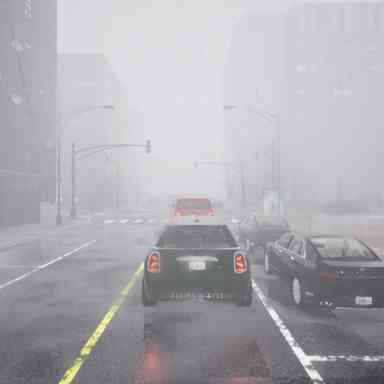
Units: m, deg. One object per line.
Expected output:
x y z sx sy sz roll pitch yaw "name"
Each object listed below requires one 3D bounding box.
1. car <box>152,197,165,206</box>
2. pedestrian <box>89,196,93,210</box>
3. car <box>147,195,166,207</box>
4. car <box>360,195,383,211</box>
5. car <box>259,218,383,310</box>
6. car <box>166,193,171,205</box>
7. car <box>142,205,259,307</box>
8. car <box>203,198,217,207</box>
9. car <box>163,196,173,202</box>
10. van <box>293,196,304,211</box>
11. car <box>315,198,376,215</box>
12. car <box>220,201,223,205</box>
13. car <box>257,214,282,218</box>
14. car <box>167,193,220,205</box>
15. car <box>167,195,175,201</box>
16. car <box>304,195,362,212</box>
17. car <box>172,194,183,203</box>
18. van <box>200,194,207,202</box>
-5.680 1.566 57.028 1.887 1.381 4.507 1 0 0 "car"
-12.529 1.348 41.381 0.375 1.860 0.375 0 0 0 "pedestrian"
-5.676 1.334 51.457 2.192 1.841 5.009 1 0 0 "car"
19.290 1.228 38.198 5.009 1.841 2.192 0 0 0 "car"
2.831 1.553 7.654 2.008 1.369 4.403 1 0 0 "car"
-3.112 1.240 52.102 2.150 2.045 5.566 0 0 0 "car"
0.100 1.354 8.152 2.097 1.767 4.553 0 0 0 "car"
2.700 1.585 51.417 1.947 1.339 4.313 1 0 0 "car"
-5.680 1.598 79.312 1.947 1.339 4.313 1 0 0 "car"
13.763 1.296 38.237 3.998 1.788 1.690 0 0 0 "van"
13.703 1.413 29.856 4.206 1.307 1.802 0 0 0 "car"
0.894 1.238 35.648 2.150 2.045 5.566 -1 0 -42 "car"
2.830 1.555 13.224 2.008 1.369 4.403 1 0 0 "car"
0.087 1.228 17.622 2.150 2.045 5.566 0 0 0 "car"
-5.681 1.603 90.454 1.947 1.339 4.313 1 0 0 "car"
14.997 1.412 35.645 4.892 1.490 1.837 -1 -1 0 "car"
-3.002 1.381 68.704 2.097 1.767 4.553 0 0 0 "car"
2.702 1.373 79.274 1.690 1.788 3.998 1 0 0 "van"
